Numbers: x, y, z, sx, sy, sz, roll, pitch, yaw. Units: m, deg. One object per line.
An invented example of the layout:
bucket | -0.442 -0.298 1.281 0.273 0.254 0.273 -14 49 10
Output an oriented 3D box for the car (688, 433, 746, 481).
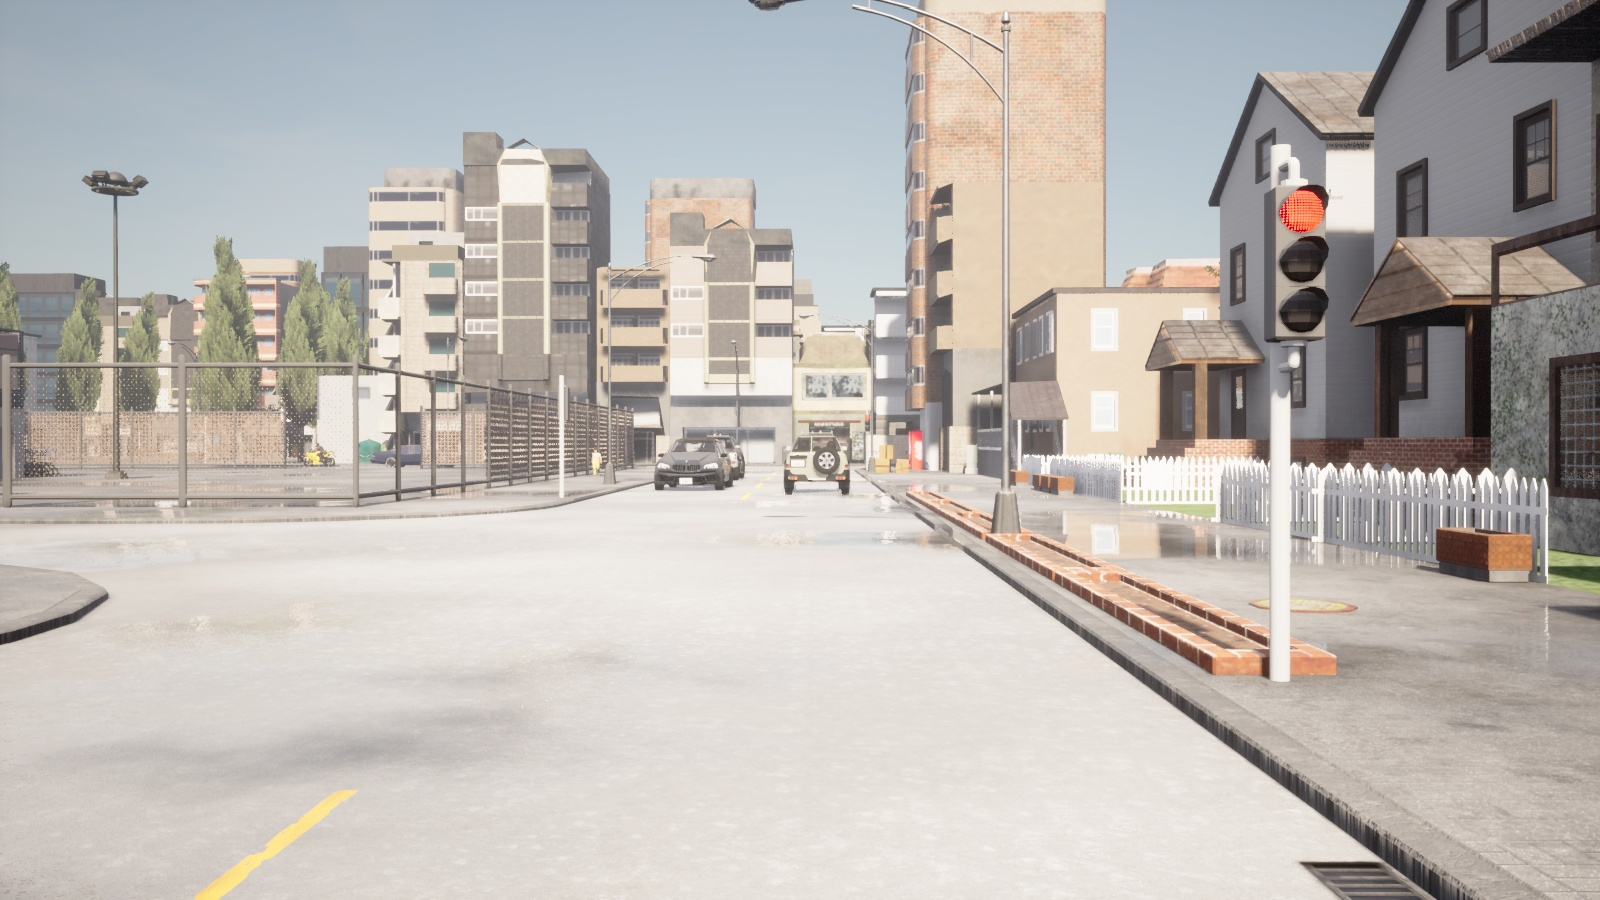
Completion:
car | -3.313 0.273 50.980 1.932 1.855 4.605 0 0 2

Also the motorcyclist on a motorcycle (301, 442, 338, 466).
motorcyclist on a motorcycle | -30.227 0.258 78.965 2.044 1.523 0.797 0 0 1

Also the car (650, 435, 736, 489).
car | -3.419 0.357 41.005 2.242 1.667 4.611 0 0 2

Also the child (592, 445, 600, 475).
child | -8.599 0.430 53.051 0.270 1.263 0.437 0 0 0

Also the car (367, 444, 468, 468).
car | -22.766 0.353 74.878 5.357 1.411 2.033 0 0 1

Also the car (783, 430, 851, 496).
car | 0.499 0.351 37.649 1.932 1.855 4.605 0 0 1
